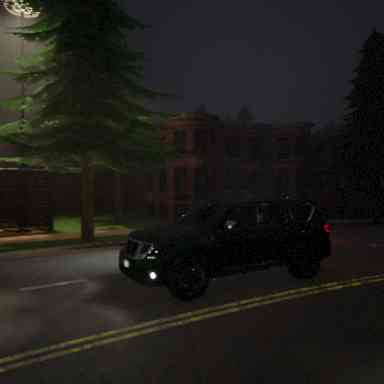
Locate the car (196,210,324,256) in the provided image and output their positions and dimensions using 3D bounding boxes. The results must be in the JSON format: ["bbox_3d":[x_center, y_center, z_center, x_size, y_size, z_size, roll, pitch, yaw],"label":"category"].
[{"bbox_3d":[2.711,1.503,13.164,4.718,1.301,1.895,0,0,-24],"label":"car"}]

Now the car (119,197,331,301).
[{"bbox_3d":[1.032,1.163,8.446,5.566,2.045,2.150,-1,0,-28],"label":"car"}]
